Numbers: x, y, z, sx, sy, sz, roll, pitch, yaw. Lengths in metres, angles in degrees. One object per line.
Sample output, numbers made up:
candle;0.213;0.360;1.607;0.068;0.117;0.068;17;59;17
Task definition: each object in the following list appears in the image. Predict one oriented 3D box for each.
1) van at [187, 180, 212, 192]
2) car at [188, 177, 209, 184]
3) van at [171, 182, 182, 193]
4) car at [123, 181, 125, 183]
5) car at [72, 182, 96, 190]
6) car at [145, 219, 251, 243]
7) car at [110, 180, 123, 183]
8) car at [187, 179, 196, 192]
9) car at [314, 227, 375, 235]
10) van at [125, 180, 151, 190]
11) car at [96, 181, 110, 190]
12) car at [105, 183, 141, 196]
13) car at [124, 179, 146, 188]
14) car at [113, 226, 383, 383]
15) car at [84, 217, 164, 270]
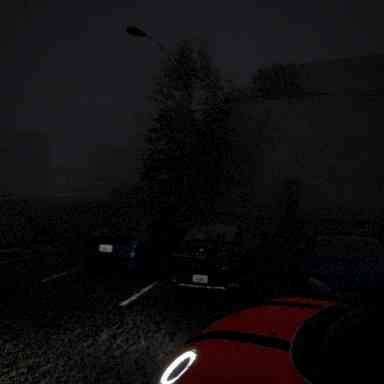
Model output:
van;1.343;-1.198;62.493;4.442;1.987;1.878;4;7;36
car;1.707;-2.898;84.161;5.008;1.535;2.097;2;5;35
van;-3.869;-0.872;59.344;4.442;1.987;1.878;4;7;37
car;-15.168;-1.677;72.406;4.792;1.488;2.163;2;6;35
car;-22.371;-1.151;67.312;4.674;1.452;2.002;2;5;35
car;0.866;1.483;8.872;2.231;1.521;4.892;0;-1;17
car;-17.532;-1.658;70.667;4.553;1.767;2.185;2;6;35
car;-1.286;-0.937;60.947;4.553;1.767;2.185;4;7;37
car;3.260;1.523;7.133;2.002;1.452;4.674;1;-1;16
van;-8.692;-0.522;55.937;4.442;1.987;1.878;4;7;37
car;-19.937;-1.333;68.991;4.792;1.488;2.163;2;5;35
car;-11.296;-0.136;54.394;5.008;1.535;2.097;4;7;37
car;-12.711;-2.001;74.050;4.553;1.767;2.185;2;6;35
car;1.874;1.355;2.105;4.553;1.767;2.097;0;0;35
car;-1.490;1.513;10.675;2.163;1.488;4.792;0;-1;17
